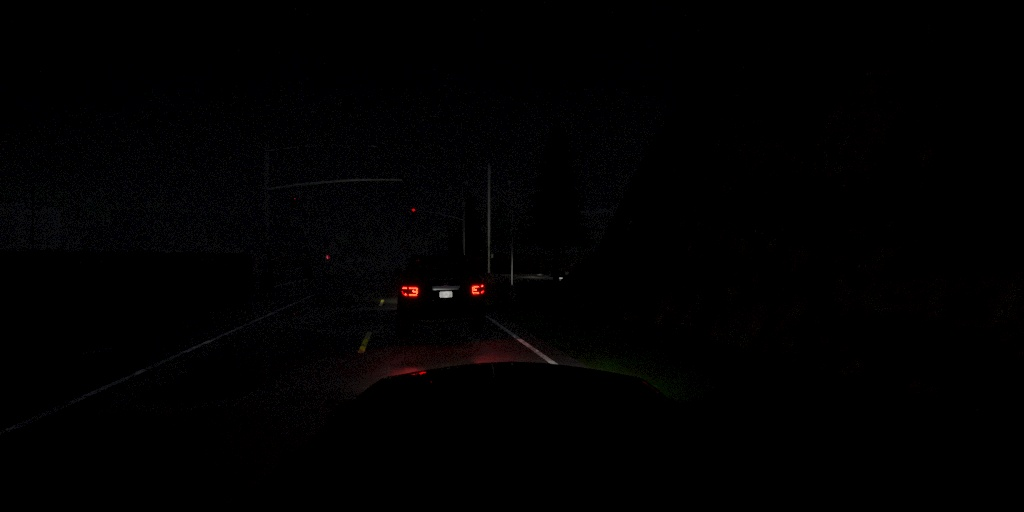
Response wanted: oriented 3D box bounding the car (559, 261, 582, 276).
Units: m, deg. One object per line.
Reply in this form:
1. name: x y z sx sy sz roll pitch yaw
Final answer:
1. car: 6.499 1.228 35.347 5.008 1.535 1.882 0 0 -19

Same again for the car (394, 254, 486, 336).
1. car: -2.278 0.971 10.763 2.150 2.045 5.566 0 0 -17
